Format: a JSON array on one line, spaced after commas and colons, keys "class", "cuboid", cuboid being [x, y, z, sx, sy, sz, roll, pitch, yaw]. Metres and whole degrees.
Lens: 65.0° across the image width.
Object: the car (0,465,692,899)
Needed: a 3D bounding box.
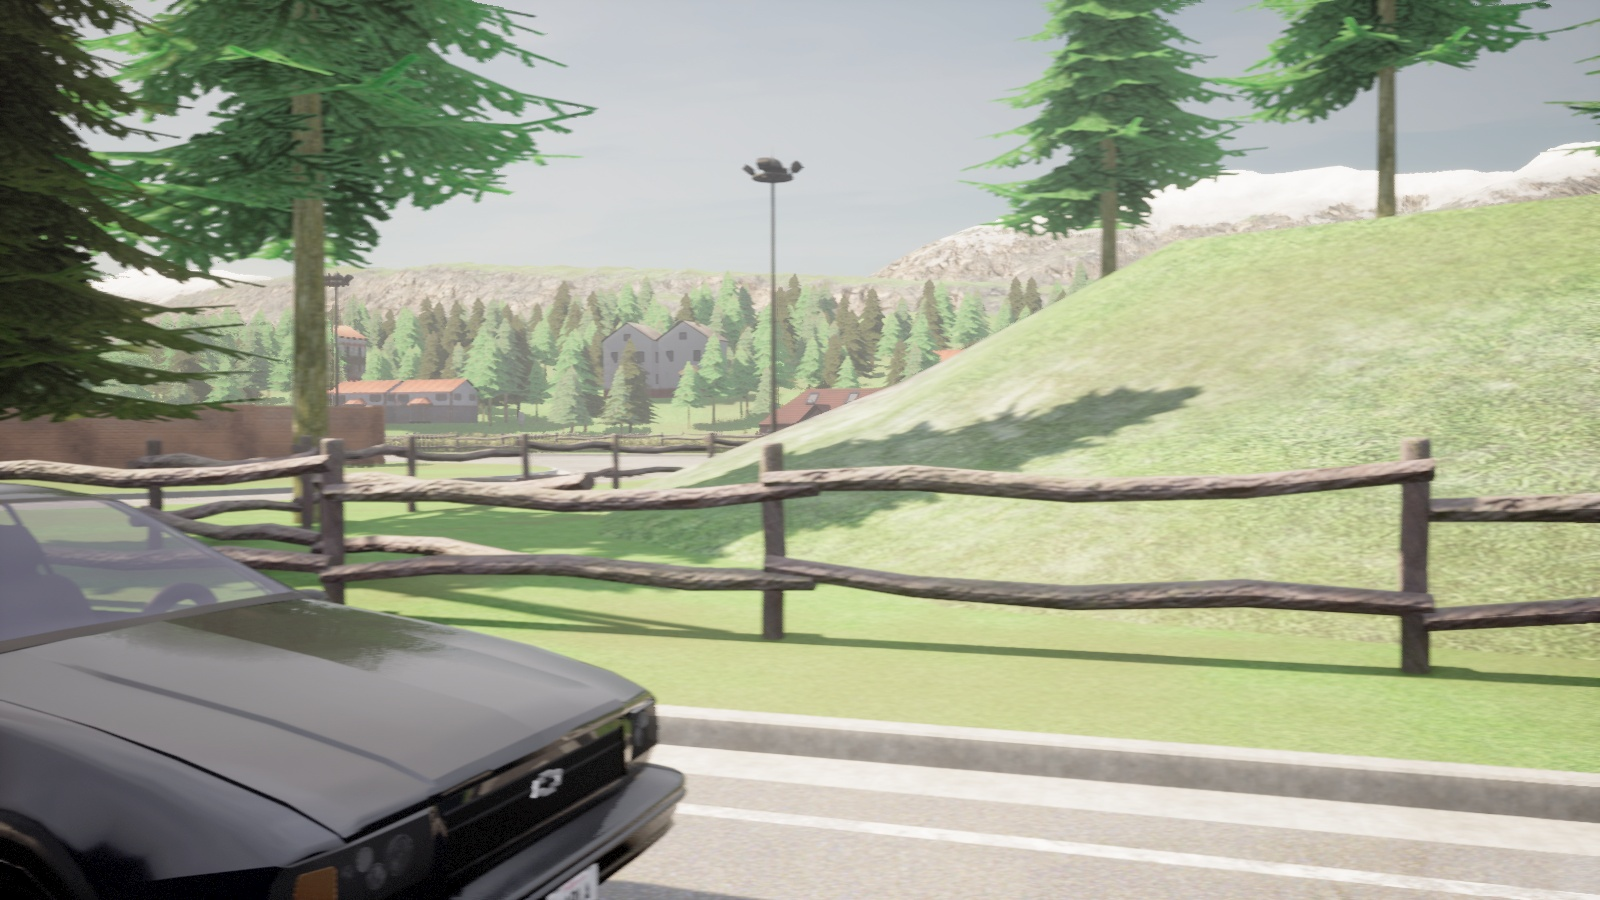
[{"class": "car", "cuboid": [-3.242, 0.791, 4.285, 5.357, 1.411, 2.033, 1, 1, 19]}]
